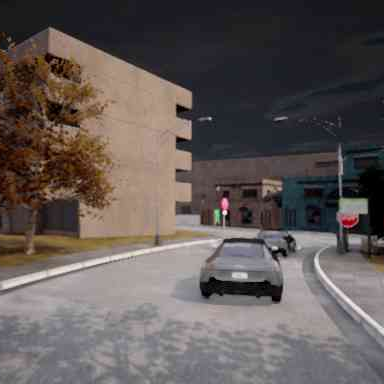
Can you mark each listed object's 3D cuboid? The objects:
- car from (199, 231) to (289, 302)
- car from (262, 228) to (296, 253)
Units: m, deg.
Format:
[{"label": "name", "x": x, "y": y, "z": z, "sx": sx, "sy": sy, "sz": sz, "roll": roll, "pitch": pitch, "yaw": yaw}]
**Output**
[{"label": "car", "x": 1.453, "y": 1.976, "z": 9.350, "sx": 1.994, "sy": 1.385, "sz": 4.181, "roll": 0, "pitch": -5, "yaw": 11}, {"label": "car", "x": 4.651, "y": 2.758, "z": 18.795, "sx": 1.994, "sy": 1.385, "sz": 4.181, "roll": -1, "pitch": -5, "yaw": 25}]
